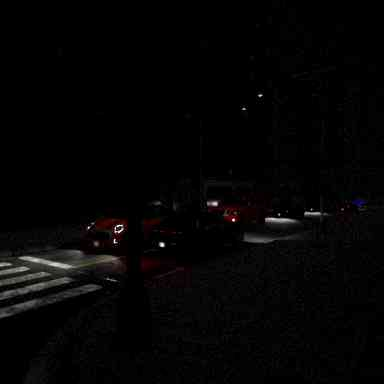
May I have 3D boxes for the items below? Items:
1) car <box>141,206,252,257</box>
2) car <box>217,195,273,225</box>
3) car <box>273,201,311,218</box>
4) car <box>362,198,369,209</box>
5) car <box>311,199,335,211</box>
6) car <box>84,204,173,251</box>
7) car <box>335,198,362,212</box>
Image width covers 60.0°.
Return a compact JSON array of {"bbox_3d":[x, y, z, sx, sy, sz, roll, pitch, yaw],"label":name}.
[{"bbox_3d":[0.373,1.510,13.129,1.837,1.490,4.892,0,0,35],"label":"car"},{"bbox_3d":[3.139,1.213,22.156,2.150,2.045,5.566,0,0,35],"label":"car"},{"bbox_3d":[8.964,1.538,30.591,2.033,1.411,5.357,0,0,35],"label":"car"},{"bbox_3d":[23.574,1.536,46.750,1.812,1.442,4.674,0,0,35],"label":"car"},{"bbox_3d":[14.733,1.538,38.882,2.033,1.411,5.357,0,0,35],"label":"car"},{"bbox_3d":[-2.306,1.345,14.213,2.097,1.767,4.553,0,0,34],"label":"car"},{"bbox_3d":[17.831,1.605,38.348,1.895,1.301,4.718,0,0,35],"label":"car"}]
